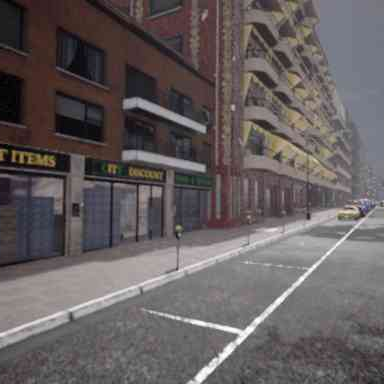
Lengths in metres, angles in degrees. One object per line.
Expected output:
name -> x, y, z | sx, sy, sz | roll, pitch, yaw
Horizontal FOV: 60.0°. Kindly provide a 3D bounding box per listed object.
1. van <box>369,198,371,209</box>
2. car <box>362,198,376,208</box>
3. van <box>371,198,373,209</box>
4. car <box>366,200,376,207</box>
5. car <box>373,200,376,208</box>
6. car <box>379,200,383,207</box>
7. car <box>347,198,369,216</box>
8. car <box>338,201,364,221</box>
van -> 23.680, 1.928, 46.559 | 1.690, 1.788, 3.998 | 1, 0, 30
car -> 34.892, 2.179, 65.628 | 2.192, 1.841, 5.009 | 1, 0, 30
van -> 26.483, 1.995, 51.328 | 1.690, 1.788, 3.998 | 1, 0, 30
car -> 40.494, 2.576, 75.163 | 1.947, 1.339, 4.313 | 1, 0, 30
car -> 32.089, 2.108, 60.862 | 2.192, 1.841, 5.009 | 1, 0, 30
car -> 42.543, 2.473, 73.623 | 2.128, 1.511, 4.902 | -1, -1, 30
car -> 18.076, 1.775, 37.027 | 2.192, 1.841, 5.009 | 1, 0, 30
car -> 15.182, 1.922, 32.112 | 1.752, 1.417, 4.829 | 1, 0, 30
